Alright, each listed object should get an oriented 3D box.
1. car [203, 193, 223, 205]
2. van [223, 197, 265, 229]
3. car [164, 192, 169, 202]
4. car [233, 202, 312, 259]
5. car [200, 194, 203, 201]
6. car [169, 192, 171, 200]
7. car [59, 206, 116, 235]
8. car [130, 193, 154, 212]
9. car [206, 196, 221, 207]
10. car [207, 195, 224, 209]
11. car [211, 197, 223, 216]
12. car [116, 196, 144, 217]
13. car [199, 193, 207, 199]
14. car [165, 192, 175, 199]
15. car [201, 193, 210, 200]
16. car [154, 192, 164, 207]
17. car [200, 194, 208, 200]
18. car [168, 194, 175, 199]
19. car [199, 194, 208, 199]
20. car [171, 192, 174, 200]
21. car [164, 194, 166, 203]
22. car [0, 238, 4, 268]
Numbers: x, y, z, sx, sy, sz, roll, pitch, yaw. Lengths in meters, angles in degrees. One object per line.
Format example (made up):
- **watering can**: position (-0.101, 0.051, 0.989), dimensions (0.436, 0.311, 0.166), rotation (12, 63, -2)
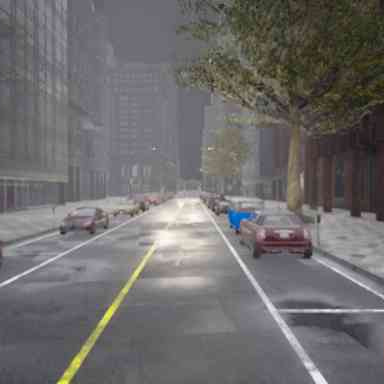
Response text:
- **car**: position (2.900, 1.056, 40.462), dimensions (2.192, 1.841, 5.009), rotation (0, 0, 0)
- **van**: position (2.878, 1.214, 17.905), dimensions (1.690, 1.788, 3.998), rotation (0, 0, 0)
- **car**: position (-5.607, 0.973, 57.396), dimensions (2.192, 1.841, 5.009), rotation (0, 0, 0)
- **car**: position (2.872, 1.353, 12.266), dimensions (1.967, 1.590, 4.097), rotation (0, 0, 0)
- **car**: position (2.919, 1.223, 57.381), dimensions (1.947, 1.339, 4.313), rotation (0, 0, 0)
- **car**: position (-5.600, 1.176, 63.036), dimensions (1.887, 1.381, 4.507), rotation (0, 0, 0)
- **car**: position (-5.648, 1.455, 17.928), dimensions (1.802, 1.307, 4.206), rotation (0, 0, 0)
- **car**: position (-5.631, 1.084, 34.841), dimensions (2.192, 1.841, 5.009), rotation (0, 0, 0)
- **car**: position (2.907, 1.258, 46.103), dimensions (1.887, 1.381, 4.507), rotation (0, 0, 0)
- **car**: position (2.894, 1.335, 34.823), dimensions (1.947, 1.339, 4.313), rotation (0, 0, 0)
- **car**: position (2.889, 1.381, 29.185), dimensions (1.802, 1.307, 4.206), rotation (0, 0, 0)
- **car**: position (-5.637, 1.326, 29.034), dimensions (1.752, 1.417, 4.829), rotation (0, 0, 0)
- **car**: position (2.954, 1.088, 91.219), dimensions (1.947, 1.339, 4.313), rotation (0, 0, 0)
- **car**: position (-5.578, 0.856, 85.589), dimensions (2.192, 1.841, 5.009), rotation (0, 0, 0)
- **car**: position (2.936, 1.022, 74.300), dimensions (1.967, 1.590, 4.097), rotation (0, 0, 0)
- **car**: position (-5.619, 1.028, 46.119), dimensions (2.192, 1.841, 5.009), rotation (0, 0, 0)
- **car**: position (2.942, 1.143, 79.939), dimensions (1.802, 1.307, 4.206), rotation (0, 0, 0)
- **car**: position (-5.571, 1.105, 91.230), dimensions (1.802, 1.307, 4.206), rotation (0, 0, 0)
- **car**: position (2.948, 1.106, 85.578), dimensions (1.947, 1.339, 4.313), rotation (0, 0, 0)
- **car**: position (-5.589, 1.148, 74.314), dimensions (1.947, 1.339, 4.313), rotation (0, 0, 0)
- **car**: position (-5.612, 1.251, 51.759), dimensions (1.947, 1.339, 4.313), rotation (0, 0, 0)
- **car**: position (-5.660, 1.497, 6.649), dimensions (1.887, 1.381, 4.507), rotation (0, 0, 0)
